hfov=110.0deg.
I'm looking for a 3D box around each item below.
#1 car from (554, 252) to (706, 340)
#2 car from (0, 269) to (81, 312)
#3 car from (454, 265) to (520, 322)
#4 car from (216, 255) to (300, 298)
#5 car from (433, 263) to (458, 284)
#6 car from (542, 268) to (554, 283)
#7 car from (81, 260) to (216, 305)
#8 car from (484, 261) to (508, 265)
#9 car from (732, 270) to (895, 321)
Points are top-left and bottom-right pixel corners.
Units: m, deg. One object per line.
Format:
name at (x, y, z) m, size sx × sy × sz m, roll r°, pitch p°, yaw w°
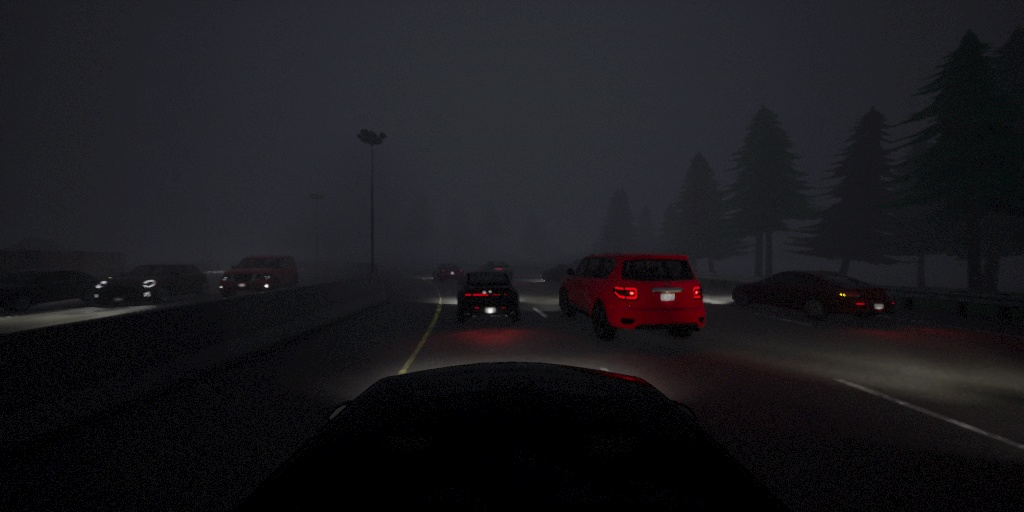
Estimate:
car at (2.912, 0.927, 9.997) m, size 2.150 × 2.045 × 5.566 m, roll 0°, pitch 0°, yaw -6°
car at (-19.216, 1.311, 14.372) m, size 1.837 × 1.490 × 4.892 m, roll 0°, pitch 0°, yaw -13°
car at (-0.906, 1.224, 12.178) m, size 1.837 × 1.490 × 4.892 m, roll 0°, pitch 0°, yaw -8°
car at (-13.168, 0.980, 19.137) m, size 2.150 × 2.045 × 5.566 m, roll 0°, pitch 0°, yaw -16°
car at (-5.099, 1.247, 28.544) m, size 1.994 × 1.385 × 4.181 m, roll 0°, pitch 0°, yaw -19°
car at (3.725, 1.200, 24.224) m, size 2.033 × 1.411 × 5.357 m, roll 0°, pitch 0°, yaw -16°
car at (-16.146, 1.135, 16.374) m, size 2.097 × 1.767 × 4.553 m, roll 0°, pitch 0°, yaw -14°
car at (-1.387, 1.156, 28.544) m, size 2.128 × 1.511 × 4.902 m, roll 0°, pitch 0°, yaw -19°
car at (9.656, 1.190, 11.992) m, size 1.812 × 1.442 × 4.674 m, roll 0°, pitch 0°, yaw -7°
